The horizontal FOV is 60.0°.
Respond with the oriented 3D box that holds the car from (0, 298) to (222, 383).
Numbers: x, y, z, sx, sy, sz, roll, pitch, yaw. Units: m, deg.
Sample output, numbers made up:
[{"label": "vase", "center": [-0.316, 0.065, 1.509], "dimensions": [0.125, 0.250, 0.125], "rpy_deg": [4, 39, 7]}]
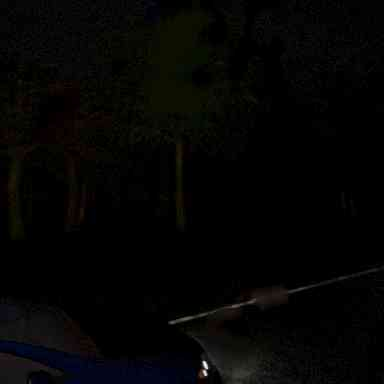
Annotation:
[{"label": "car", "center": [-1.754, 1.563, 2.494], "dimensions": [4.181, 1.385, 1.994], "rpy_deg": [1, 0, -35]}]
